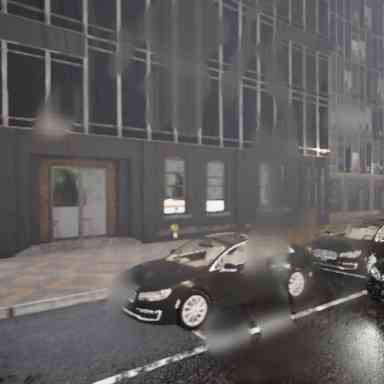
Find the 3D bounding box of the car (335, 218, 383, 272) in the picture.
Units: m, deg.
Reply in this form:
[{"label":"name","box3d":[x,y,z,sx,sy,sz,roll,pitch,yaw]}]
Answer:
[{"label":"car","box3d":[5.246,1.508,9.989,4.403,1.369,2.008,0,0,-35]}]

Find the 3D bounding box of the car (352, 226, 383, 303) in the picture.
[{"label":"car","box3d":[5.552,1.489,6.968,4.674,1.442,1.812,0,0,-35]}]

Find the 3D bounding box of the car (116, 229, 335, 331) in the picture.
[{"label":"car","box3d":[0.658,1.532,6.742,4.403,1.369,2.008,0,0,-35]}]
